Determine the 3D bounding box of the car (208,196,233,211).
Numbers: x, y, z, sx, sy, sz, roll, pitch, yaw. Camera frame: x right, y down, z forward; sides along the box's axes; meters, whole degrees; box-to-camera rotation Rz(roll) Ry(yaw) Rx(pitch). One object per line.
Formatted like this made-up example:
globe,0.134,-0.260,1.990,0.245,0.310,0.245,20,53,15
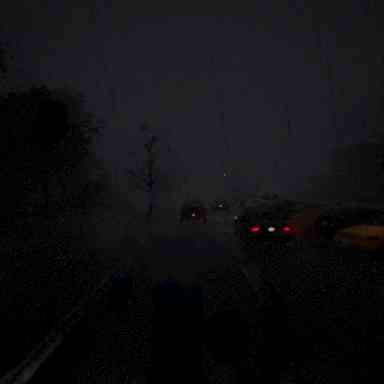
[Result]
car,3.106,1.457,37.815,1.994,1.385,4.181,0,0,0

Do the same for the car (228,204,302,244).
car,3.103,1.494,15.480,2.033,1.411,5.357,0,0,0

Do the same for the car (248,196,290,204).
car,8.085,1.389,30.495,4.892,1.521,2.231,1,0,-20

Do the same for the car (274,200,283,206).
car,8.070,1.451,21.555,4.674,1.452,2.002,1,0,-20

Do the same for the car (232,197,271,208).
car,8.103,1.423,45.424,4.792,1.488,2.163,1,0,-20

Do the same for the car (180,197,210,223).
car,0.106,1.385,24.946,1.882,1.535,5.008,0,0,0

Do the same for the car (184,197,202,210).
car,0.107,1.388,42.147,2.128,1.511,4.902,0,0,0

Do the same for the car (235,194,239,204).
car,8.070,1.386,39.446,4.892,1.521,2.231,1,0,-20

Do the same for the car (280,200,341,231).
car,7.900,1.417,18.506,5.366,1.575,1.946,1,0,-20

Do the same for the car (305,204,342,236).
car,8.099,1.468,15.602,4.792,1.488,2.163,1,0,-20

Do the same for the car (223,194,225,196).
car,7.906,1.397,51.309,5.366,1.575,1.946,1,0,-20

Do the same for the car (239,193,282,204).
car,8.105,1.133,33.496,5.566,2.045,2.435,1,0,-20

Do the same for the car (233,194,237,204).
car,8.251,1.387,42.494,5.366,1.575,1.946,1,0,-20

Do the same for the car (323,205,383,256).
car,7.899,1.449,12.540,5.366,1.575,1.946,1,1,-20
